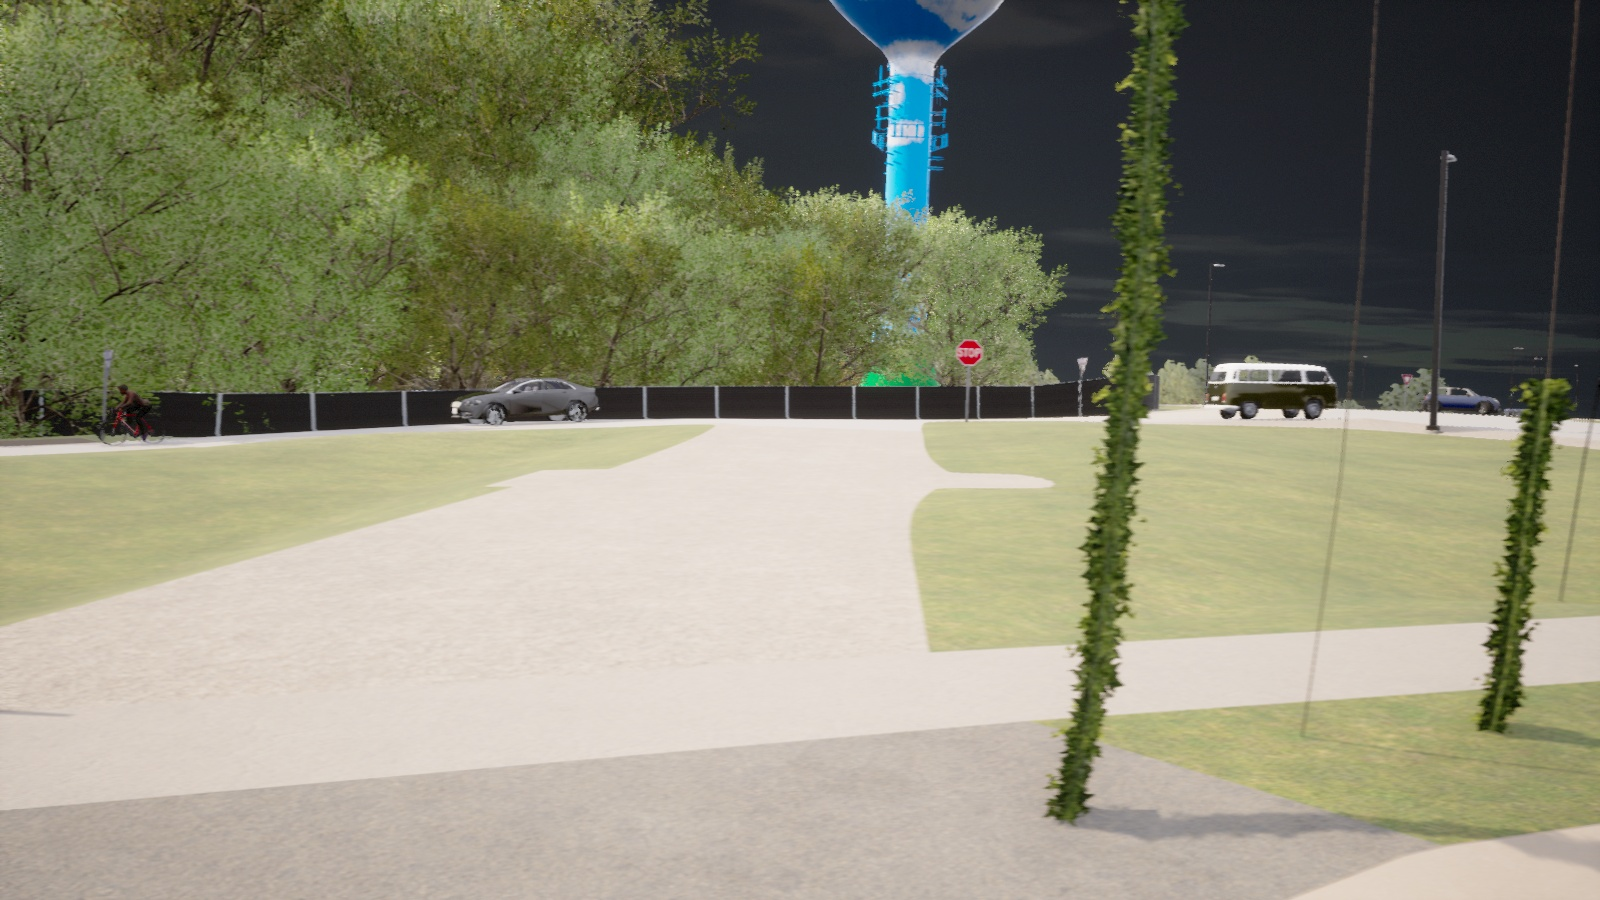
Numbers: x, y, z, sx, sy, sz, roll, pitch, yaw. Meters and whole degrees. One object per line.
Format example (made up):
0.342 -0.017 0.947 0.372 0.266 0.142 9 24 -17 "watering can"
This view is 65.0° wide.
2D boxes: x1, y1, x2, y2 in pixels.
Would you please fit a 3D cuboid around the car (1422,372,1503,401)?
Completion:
36.560 -3.519 69.350 3.806 1.475 1.970 3 3 30 "car"

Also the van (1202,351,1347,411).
17.170 -2.496 45.567 4.480 2.038 2.069 -1 3 -8 "van"

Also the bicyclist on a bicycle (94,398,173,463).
-17.720 -0.535 33.406 1.656 1.620 0.582 -6 5 -42 "bicyclist on a bicycle"

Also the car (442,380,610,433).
-9.000 -1.456 41.417 4.902 1.511 2.128 -5 4 -37 "car"
